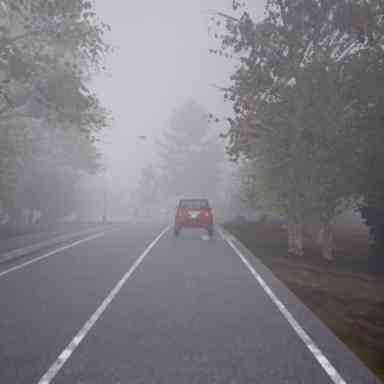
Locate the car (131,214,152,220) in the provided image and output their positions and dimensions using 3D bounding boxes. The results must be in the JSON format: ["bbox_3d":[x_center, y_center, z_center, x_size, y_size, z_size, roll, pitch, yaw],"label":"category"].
[{"bbox_3d":[-11.539,5.772,76.522,5.008,1.535,1.882,2,-5,-33],"label":"car"}]

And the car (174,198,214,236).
[{"bbox_3d":[0.099,1.429,19.903,2.150,2.045,5.566,0,-2,0],"label":"car"}]

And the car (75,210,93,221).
[{"bbox_3d":[-19.470,4.341,60.379,2.150,2.045,5.566,0,-5,-5],"label":"car"}]

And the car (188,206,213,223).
[{"bbox_3d":[0.998,2.444,36.002,2.097,1.767,4.553,-1,-4,8],"label":"car"}]
